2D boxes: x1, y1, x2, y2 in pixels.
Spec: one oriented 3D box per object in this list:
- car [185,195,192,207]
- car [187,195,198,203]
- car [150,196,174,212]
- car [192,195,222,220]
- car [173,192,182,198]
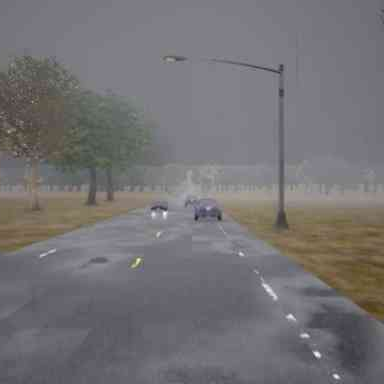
[{"bbox_3d":[0.029,1.200,48.087,2.097,1.767,4.553,0,0,0],"label":"car"},{"bbox_3d":[0.019,1.352,62.427,1.994,1.385,4.181,0,0,0],"label":"car"},{"bbox_3d":[-3.581,1.435,38.192,2.033,1.411,5.357,0,0,0],"label":"car"},{"bbox_3d":[1.232,1.282,27.019,2.097,1.767,4.553,0,0,0],"label":"car"},{"bbox_3d":[-3.477,0.827,78.867,1.837,1.490,4.892,0,0,0],"label":"car"}]
